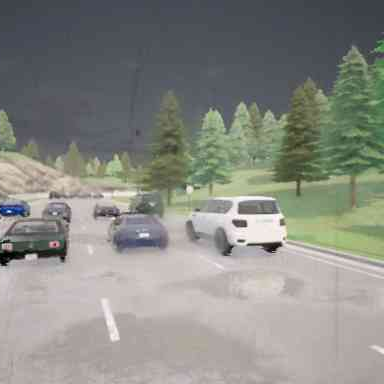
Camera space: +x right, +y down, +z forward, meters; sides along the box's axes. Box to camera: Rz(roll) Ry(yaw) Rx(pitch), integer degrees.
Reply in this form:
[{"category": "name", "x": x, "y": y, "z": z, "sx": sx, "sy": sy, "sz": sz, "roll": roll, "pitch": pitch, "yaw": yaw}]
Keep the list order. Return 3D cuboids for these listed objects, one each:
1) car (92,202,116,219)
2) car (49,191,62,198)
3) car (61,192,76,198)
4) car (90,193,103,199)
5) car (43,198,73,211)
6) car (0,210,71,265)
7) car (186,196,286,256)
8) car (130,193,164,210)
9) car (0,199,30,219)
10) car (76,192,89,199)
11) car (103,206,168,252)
[{"category": "car", "x": -7.199, "y": 1.493, "z": 27.348, "sx": 1.895, "sy": 1.301, "sz": 4.718, "roll": 0, "pitch": 0, "yaw": -19}, {"category": "car", "x": -35.767, "y": 0.835, "z": 86.406, "sx": 2.150, "sy": 2.045, "sz": 5.566, "roll": 0, "pitch": 0, "yaw": -17}, {"category": "car", "x": -32.443, "y": 1.157, "z": 87.497, "sx": 2.033, "sy": 1.411, "sz": 5.357, "roll": 0, "pitch": 0, "yaw": -17}, {"category": "car", "x": -25.634, "y": 1.161, "z": 89.208, "sx": 1.812, "sy": 1.442, "sz": 4.674, "roll": 0, "pitch": 0, "yaw": -17}, {"category": "car", "x": -9.749, "y": 1.441, "z": 24.036, "sx": 2.033, "sy": 1.411, "sz": 5.357, "roll": 0, "pitch": 0, "yaw": -19}, {"category": "car", "x": -5.299, "y": 1.547, "z": 11.587, "sx": 1.895, "sy": 1.301, "sz": 4.718, "roll": 0, "pitch": 0, "yaw": -19}, {"category": "car", "x": 1.490, "y": 1.184, "z": 13.378, "sx": 2.150, "sy": 2.045, "sz": 5.566, "roll": 0, "pitch": 0, "yaw": -19}, {"category": "car", "x": -3.997, "y": 1.122, "z": 28.798, "sx": 2.150, "sy": 2.045, "sz": 5.566, "roll": 0, "pitch": 0, "yaw": -19}, {"category": "car", "x": -14.791, "y": 1.342, "z": 27.831, "sx": 1.882, "sy": 1.535, "sz": 5.008, "roll": 0, "pitch": 0, "yaw": -19}, {"category": "car", "x": -29.055, "y": 1.152, "z": 88.399, "sx": 1.812, "sy": 1.442, "sz": 4.674, "roll": 0, "pitch": 0, "yaw": -17}, {"category": "car", "x": -2.373, "y": 1.513, "z": 13.822, "sx": 1.994, "sy": 1.385, "sz": 4.181, "roll": 0, "pitch": 0, "yaw": -19}]
